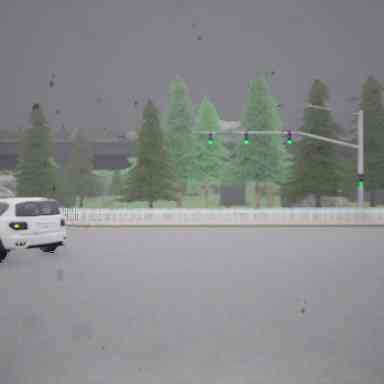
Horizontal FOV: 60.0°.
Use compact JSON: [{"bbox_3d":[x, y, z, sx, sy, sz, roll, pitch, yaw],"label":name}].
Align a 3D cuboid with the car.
[{"bbox_3d":[-7.094,1.226,12.257,5.566,2.045,2.150,0,-1,31],"label":"car"}]
